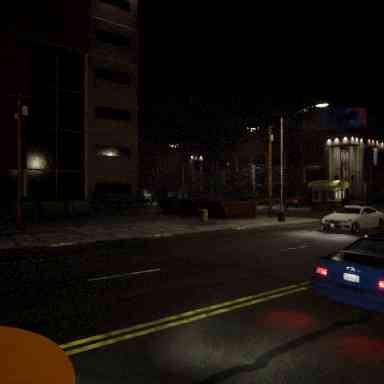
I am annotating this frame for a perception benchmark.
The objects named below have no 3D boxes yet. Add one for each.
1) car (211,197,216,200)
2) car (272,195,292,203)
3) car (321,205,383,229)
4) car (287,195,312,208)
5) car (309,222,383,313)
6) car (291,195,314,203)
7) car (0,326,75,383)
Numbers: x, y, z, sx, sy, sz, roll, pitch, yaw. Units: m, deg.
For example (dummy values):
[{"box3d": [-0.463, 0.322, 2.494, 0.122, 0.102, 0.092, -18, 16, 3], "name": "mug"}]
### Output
[{"box3d": [4.028, 1.583, 60.497, 4.718, 1.301, 1.895, 0, 0, -36], "name": "car"}, {"box3d": [18.731, 1.464, 69.048, 3.806, 1.475, 1.970, 0, 0, -36], "name": "car"}, {"box3d": [9.530, 1.529, 19.484, 4.674, 1.442, 1.812, 0, 0, -36], "name": "car"}, {"box3d": [14.824, 1.262, 45.969, 4.553, 1.767, 2.185, 0, 0, -36], "name": "car"}, {"box3d": [4.846, 1.549, 7.289, 5.357, 1.411, 2.033, 0, 0, -35], "name": "car"}, {"box3d": [21.654, 1.431, 65.059, 4.674, 1.452, 2.002, 0, 0, -36], "name": "car"}, {"box3d": [-3.116, 1.477, 1.512, 5.008, 1.535, 1.882, 0, 0, -36], "name": "car"}]
